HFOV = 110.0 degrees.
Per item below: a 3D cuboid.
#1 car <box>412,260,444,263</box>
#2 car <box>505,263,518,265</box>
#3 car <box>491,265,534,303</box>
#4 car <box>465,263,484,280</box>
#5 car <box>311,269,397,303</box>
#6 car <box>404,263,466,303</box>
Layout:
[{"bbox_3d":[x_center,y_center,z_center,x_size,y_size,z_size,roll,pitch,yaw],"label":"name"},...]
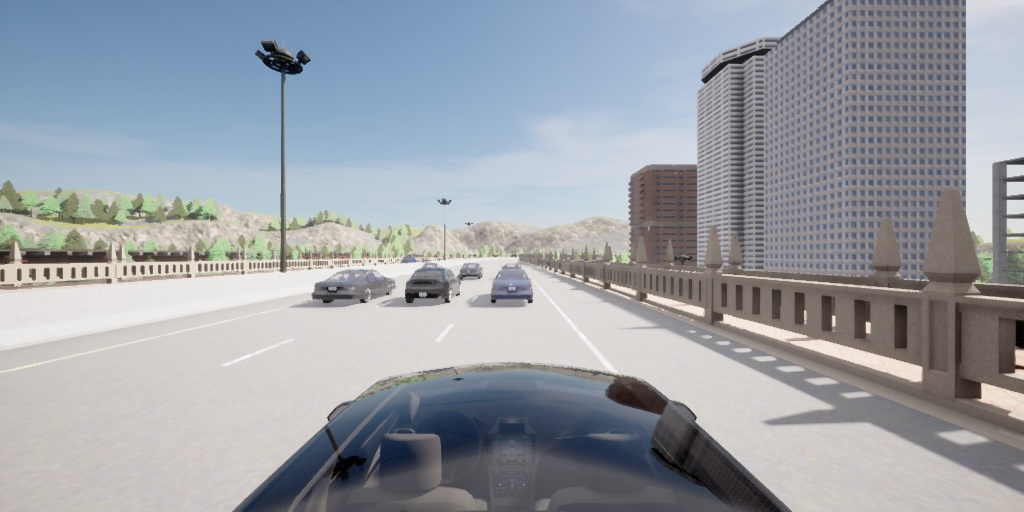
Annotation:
[{"bbox_3d":[-7.056,1.322,31.578,1.994,1.385,4.181,0,0,-1],"label":"car"},{"bbox_3d":[-0.057,1.322,31.683,1.994,1.385,4.181,0,0,-1],"label":"car"},{"bbox_3d":[0.000,1.313,16.500,2.033,1.411,5.357,0,0,0],"label":"car"},{"bbox_3d":[-3.557,1.313,31.630,2.033,1.411,5.357,0,0,-1],"label":"car"},{"bbox_3d":[-7.000,1.313,16.500,2.033,1.411,5.357,0,0,0],"label":"car"},{"bbox_3d":[-3.500,1.266,16.500,1.837,1.490,4.892,0,0,0],"label":"car"}]
